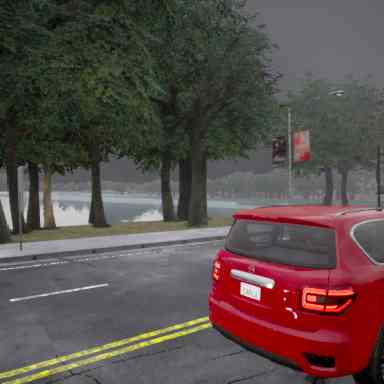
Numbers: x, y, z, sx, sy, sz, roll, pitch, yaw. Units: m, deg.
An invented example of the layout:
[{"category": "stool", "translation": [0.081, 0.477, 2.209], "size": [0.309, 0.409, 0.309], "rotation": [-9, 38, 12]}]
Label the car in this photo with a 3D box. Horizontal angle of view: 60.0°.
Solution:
[{"category": "car", "translation": [2.801, 1.220, 5.399], "size": [5.566, 2.045, 2.150], "rotation": [0, 0, -37]}]
